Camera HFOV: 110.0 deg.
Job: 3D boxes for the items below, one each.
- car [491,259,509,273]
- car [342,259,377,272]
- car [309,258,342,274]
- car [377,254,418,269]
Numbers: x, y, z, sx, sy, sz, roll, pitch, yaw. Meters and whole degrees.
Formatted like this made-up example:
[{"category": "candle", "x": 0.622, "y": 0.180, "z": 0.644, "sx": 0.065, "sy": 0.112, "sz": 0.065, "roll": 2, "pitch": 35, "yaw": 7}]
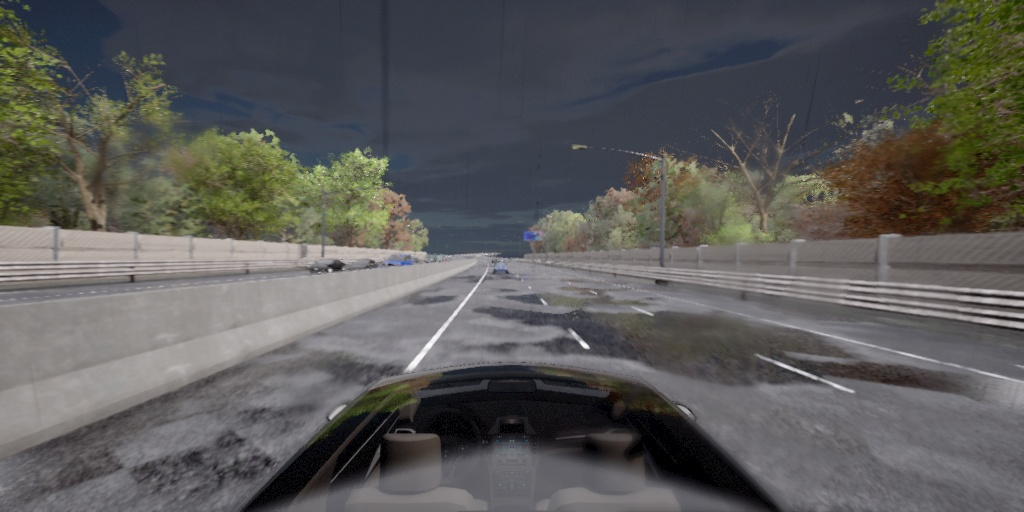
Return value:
[{"category": "car", "x": -1.389, "y": 1.378, "z": 44.294, "sx": 2.033, "sy": 1.411, "sz": 5.357, "roll": 1, "pitch": 0, "yaw": -2}, {"category": "car", "x": -15.185, "y": 1.085, "z": 36.857, "sx": 1.837, "sy": 1.490, "sz": 4.892, "roll": 1, "pitch": 0, "yaw": -2}, {"category": "car", "x": -18.672, "y": 0.998, "z": 36.510, "sx": 1.882, "sy": 1.535, "sz": 5.008, "roll": 1, "pitch": 0, "yaw": -2}, {"category": "car", "x": -11.684, "y": 0.861, "z": 37.026, "sx": 2.150, "sy": 2.045, "sz": 5.566, "roll": 1, "pitch": 0, "yaw": -2}]
